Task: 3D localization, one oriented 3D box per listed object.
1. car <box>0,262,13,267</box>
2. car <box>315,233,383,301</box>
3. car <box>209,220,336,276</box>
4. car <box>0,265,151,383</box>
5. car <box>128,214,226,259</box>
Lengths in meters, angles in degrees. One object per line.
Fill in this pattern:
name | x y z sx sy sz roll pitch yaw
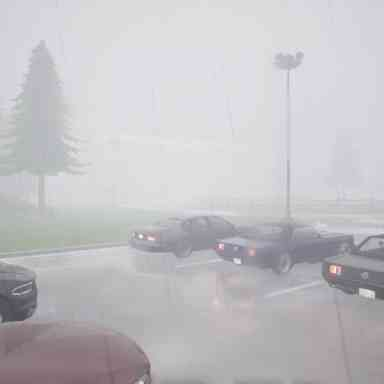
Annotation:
car | -4.868 1.478 4.574 5.008 1.535 1.882 0 0 -36
car | 5.080 1.601 7.485 4.718 1.301 1.895 0 0 -35
car | 3.060 1.601 10.344 4.718 1.301 1.895 0 0 -35
car | -2.452 1.526 1.997 4.674 1.442 1.812 0 0 -36
car | 0.315 1.547 12.695 5.357 1.411 2.033 0 0 -35
